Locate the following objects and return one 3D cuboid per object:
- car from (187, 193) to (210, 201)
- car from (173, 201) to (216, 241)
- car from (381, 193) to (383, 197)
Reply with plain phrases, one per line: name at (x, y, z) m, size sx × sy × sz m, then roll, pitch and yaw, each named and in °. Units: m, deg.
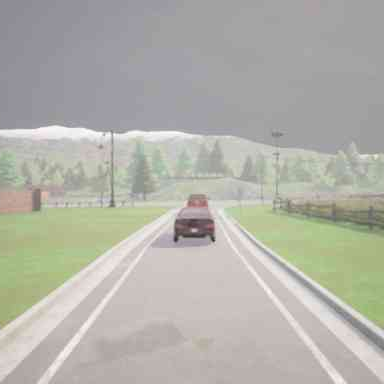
car at (0.677, 1.152, 35.095) m, size 2.150 × 2.045 × 5.566 m, roll 0°, pitch 0°, yaw 3°
car at (0.142, 1.446, 16.394) m, size 1.882 × 1.535 × 5.008 m, roll 0°, pitch 0°, yaw 1°
car at (49.579, 0.964, 81.762) m, size 5.008 × 1.535 × 1.882 m, roll 0°, pitch 0°, yaw -24°
